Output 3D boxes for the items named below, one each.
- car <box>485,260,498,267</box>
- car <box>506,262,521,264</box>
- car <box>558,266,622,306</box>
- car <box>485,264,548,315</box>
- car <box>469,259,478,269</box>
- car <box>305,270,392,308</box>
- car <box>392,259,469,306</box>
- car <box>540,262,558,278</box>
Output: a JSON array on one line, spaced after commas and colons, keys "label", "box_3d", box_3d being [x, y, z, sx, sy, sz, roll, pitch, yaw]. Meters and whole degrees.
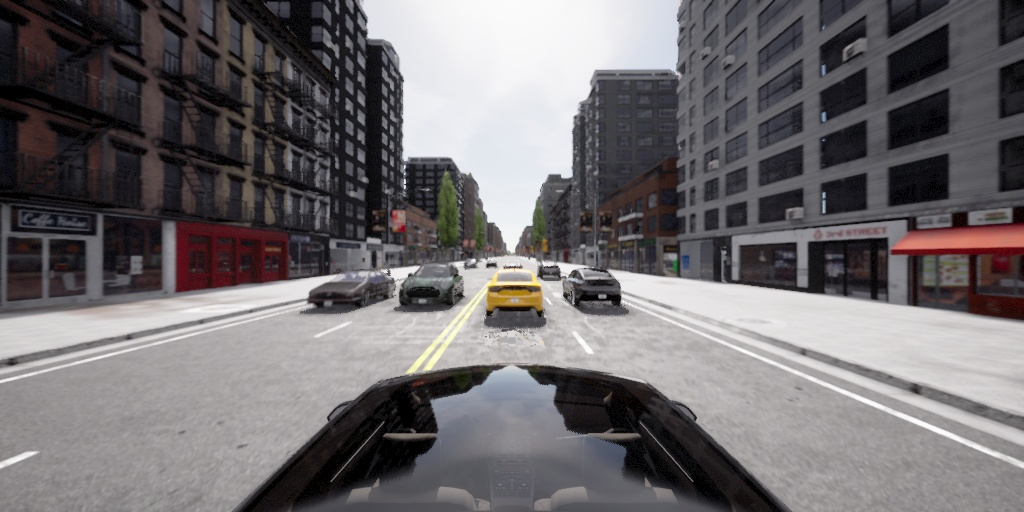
[{"label": "car", "box_3d": [-3.298, 1.335, 58.229, 1.895, 1.301, 4.718, 0, 0, 1]}, {"label": "car", "box_3d": [0.099, 1.246, 33.102, 2.128, 1.511, 4.902, 0, 0, 0]}, {"label": "car", "box_3d": [3.351, 1.258, 15.722, 1.837, 1.490, 4.892, 0, 0, 0]}, {"label": "car", "box_3d": [0.092, 1.231, 13.579, 1.882, 1.535, 5.008, 0, 0, 0]}, {"label": "car", "box_3d": [-6.552, 1.226, 57.544, 2.128, 1.511, 4.902, 0, 0, 0]}, {"label": "car", "box_3d": [-6.600, 1.301, 15.531, 2.033, 1.411, 5.357, 0, 0, 0]}, {"label": "car", "box_3d": [-3.348, 1.106, 15.676, 2.097, 1.767, 4.553, 0, 0, 0]}, {"label": "car", "box_3d": [3.350, 1.246, 33.094, 2.128, 1.511, 4.902, 0, 0, 0]}]
